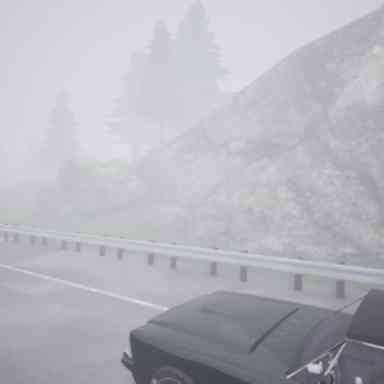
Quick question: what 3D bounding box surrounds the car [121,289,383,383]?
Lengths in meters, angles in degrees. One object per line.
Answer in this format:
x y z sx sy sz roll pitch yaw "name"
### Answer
1.605 1.600 2.840 4.718 1.301 1.895 0 0 36 "car"
